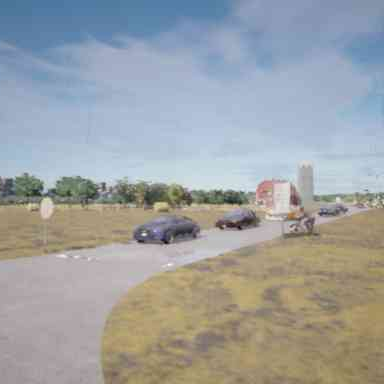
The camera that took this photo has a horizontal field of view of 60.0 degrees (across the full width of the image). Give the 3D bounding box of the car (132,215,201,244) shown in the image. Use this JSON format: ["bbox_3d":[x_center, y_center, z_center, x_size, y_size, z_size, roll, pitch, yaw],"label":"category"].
[{"bbox_3d":[-1.271,1.932,17.953,1.994,1.385,4.181,-2,-2,33],"label":"car"}]

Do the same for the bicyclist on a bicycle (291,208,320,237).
[{"bbox_3d":[6.458,1.740,19.013,1.656,1.620,0.582,-1,-1,32],"label":"bicyclist on a bicycle"}]

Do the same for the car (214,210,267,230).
[{"bbox_3d":[3.714,2.078,25.878,2.033,1.411,5.357,-2,-2,32],"label":"car"}]

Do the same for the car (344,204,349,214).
[{"bbox_3d":[22.479,2.505,50.315,1.837,1.490,4.892,-2,-3,32],"label":"car"}]

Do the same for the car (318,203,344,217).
[{"bbox_3d":[17.237,2.342,41.895,2.033,1.411,5.357,-2,-2,33],"label":"car"}]

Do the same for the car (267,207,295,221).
[{"bbox_3d":[9.274,2.187,34.687,1.882,1.535,5.008,-2,-2,32],"label":"car"}]
